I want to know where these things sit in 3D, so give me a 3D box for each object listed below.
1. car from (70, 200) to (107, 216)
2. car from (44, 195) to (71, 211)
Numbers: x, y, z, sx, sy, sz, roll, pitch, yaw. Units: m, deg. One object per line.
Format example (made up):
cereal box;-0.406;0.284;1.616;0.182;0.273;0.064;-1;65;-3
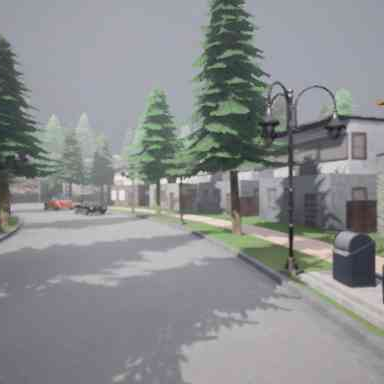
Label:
car;-9.928;1.524;32.269;1.895;1.301;4.718;-1;0;-36
car;-16.165;1.278;40.306;2.097;1.767;4.553;-1;0;-44
